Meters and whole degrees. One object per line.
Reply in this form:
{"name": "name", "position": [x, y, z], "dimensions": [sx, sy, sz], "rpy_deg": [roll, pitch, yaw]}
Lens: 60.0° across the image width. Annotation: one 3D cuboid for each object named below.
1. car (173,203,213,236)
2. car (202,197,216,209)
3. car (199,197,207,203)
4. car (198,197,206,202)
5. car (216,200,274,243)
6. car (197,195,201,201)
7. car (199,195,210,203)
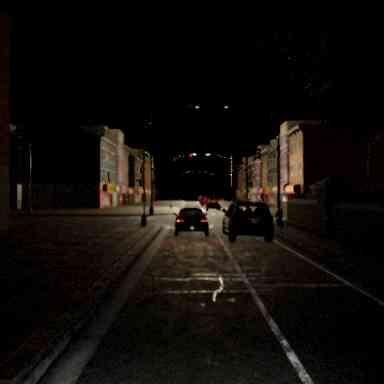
{"name": "car", "position": [-0.057, 1.578, 18.591], "dimensions": [1.812, 1.442, 4.674], "rpy_deg": [0, 0, -2]}
{"name": "car", "position": [2.633, 1.692, 42.871], "dimensions": [1.887, 1.381, 4.507], "rpy_deg": [1, 0, 0]}
{"name": "car", "position": [2.621, 1.935, 80.932], "dimensions": [1.802, 1.307, 4.206], "rpy_deg": [0, 0, 0]}
{"name": "car", "position": [2.620, 1.939, 86.369], "dimensions": [2.008, 1.369, 4.403], "rpy_deg": [0, 0, 0]}
{"name": "car", "position": [2.644, 1.360, 16.441], "dimensions": [2.192, 1.841, 5.009], "rpy_deg": [1, 0, 0]}
{"name": "car", "position": [2.629, 1.571, 64.621], "dimensions": [2.192, 1.841, 5.009], "rpy_deg": [1, 0, 0]}
{"name": "car", "position": [2.628, 1.772, 59.182], "dimensions": [1.887, 1.381, 4.507], "rpy_deg": [1, 0, 0]}
